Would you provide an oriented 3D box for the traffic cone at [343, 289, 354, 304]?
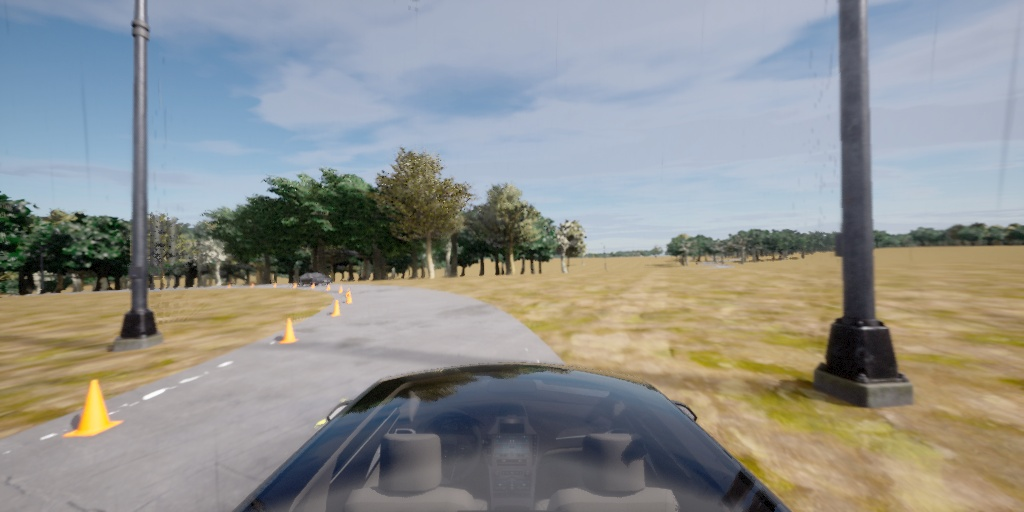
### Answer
[{"bbox_3d":[-8.168,2.085,18.040,0.340,0.580,0.340,0,0,-22],"label":"traffic cone"}]

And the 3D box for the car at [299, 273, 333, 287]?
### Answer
[{"bbox_3d":[-21.147,2.525,38.593,4.892,1.490,1.837,-3,-2,37],"label":"car"}]

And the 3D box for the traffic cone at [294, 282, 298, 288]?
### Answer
[{"bbox_3d":[-22.161,2.958,36.686,0.340,0.580,0.340,0,0,38],"label":"traffic cone"}]

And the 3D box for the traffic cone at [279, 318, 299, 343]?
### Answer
[{"bbox_3d":[-5.582,1.845,8.983,0.340,0.580,0.340,0,0,-10],"label":"traffic cone"}]

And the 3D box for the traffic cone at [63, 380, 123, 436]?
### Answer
[{"bbox_3d":[-5.009,1.784,4.302,0.340,0.580,0.340,0,0,-4],"label":"traffic cone"}]

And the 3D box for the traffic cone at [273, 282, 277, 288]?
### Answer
[{"bbox_3d":[-26.015,3.167,39.400,0.340,0.580,0.340,0,0,32],"label":"traffic cone"}]

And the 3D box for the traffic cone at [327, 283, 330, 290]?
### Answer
[{"bbox_3d":[-15.405,2.585,30.130,0.340,0.580,0.340,0,0,-40],"label":"traffic cone"}]

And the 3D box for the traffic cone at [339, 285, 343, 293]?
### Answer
[{"bbox_3d":[-12.575,2.416,26.360,0.340,0.580,0.340,0,0,-34],"label":"traffic cone"}]

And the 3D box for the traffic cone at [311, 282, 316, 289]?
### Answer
[{"bbox_3d":[-18.612,2.764,33.585,0.340,0.580,0.340,0,0,44],"label":"traffic cone"}]

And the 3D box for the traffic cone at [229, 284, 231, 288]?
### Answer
[{"bbox_3d":[-34.580,3.631,43.949,0.340,0.580,0.340,0,0,26],"label":"traffic cone"}]

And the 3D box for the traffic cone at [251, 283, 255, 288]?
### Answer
[{"bbox_3d":[-30.175,3.390,41.735,0.340,0.580,0.340,0,0,27],"label":"traffic cone"}]

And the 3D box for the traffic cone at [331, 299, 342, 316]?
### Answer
[{"bbox_3d":[-6.638,1.945,13.579,0.340,0.580,0.340,0,0,-16],"label":"traffic cone"}]
